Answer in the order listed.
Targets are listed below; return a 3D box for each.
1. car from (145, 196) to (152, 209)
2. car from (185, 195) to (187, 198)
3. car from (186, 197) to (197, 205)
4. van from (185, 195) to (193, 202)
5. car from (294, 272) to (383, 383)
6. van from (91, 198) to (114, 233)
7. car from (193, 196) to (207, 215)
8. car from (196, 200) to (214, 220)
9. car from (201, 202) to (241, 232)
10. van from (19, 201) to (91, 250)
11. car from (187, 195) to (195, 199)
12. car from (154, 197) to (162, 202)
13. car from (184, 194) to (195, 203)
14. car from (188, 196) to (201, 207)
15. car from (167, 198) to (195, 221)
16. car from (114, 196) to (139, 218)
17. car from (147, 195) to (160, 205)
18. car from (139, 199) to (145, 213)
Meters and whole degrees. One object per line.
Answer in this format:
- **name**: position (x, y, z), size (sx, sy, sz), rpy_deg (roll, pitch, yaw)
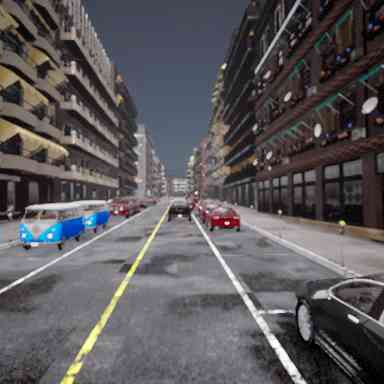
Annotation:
- **car**: position (-7.250, 1.703, 47.453), size (1.947, 1.339, 4.313), rpy_deg (1, 0, -2)
- **car**: position (-1.640, 1.550, 42.353), size (1.882, 1.535, 5.008), rpy_deg (-1, 0, -2)
- **car**: position (-0.107, 1.710, 64.303), size (1.802, 1.307, 4.206), rpy_deg (1, 0, -2)
- **van**: position (-0.802, 1.548, 80.884), size (1.690, 1.788, 3.998), rpy_deg (1, 0, -2)
- **car**: position (2.488, 1.530, 3.517), size (2.008, 1.369, 4.403), rpy_deg (1, 0, -2)
- **van**: position (-6.083, 1.411, 19.825), size (1.690, 1.788, 3.998), rpy_deg (1, 0, -2)
- **car**: position (1.333, 1.463, 31.147), size (1.967, 1.590, 4.097), rpy_deg (1, 0, -2)
- **car**: position (1.557, 1.555, 25.620), size (1.887, 1.381, 4.507), rpy_deg (1, 0, -2)
- **car**: position (1.790, 1.545, 20.095), size (1.887, 1.381, 4.507), rpy_deg (1, 0, -2)
- **van**: position (-5.849, 1.401, 14.298), size (1.690, 1.788, 3.998), rpy_deg (1, 0, -2)
- **car**: position (0.828, 1.366, 42.198), size (2.192, 1.841, 5.009), rpy_deg (1, 0, -2)
- **car**: position (-8.879, 1.888, 86.133), size (1.802, 1.307, 4.206), rpy_deg (1, 0, -2)
- **car**: position (-0.569, 1.494, 75.357), size (2.192, 1.841, 5.009), rpy_deg (1, 0, -2)
- **car**: position (0.360, 1.526, 53.251), size (1.967, 1.590, 4.097), rpy_deg (1, 0, -2)
- **car**: position (-1.010, 1.543, 27.414), size (1.837, 1.490, 4.892), rpy_deg (-1, 0, -2)
- **car**: position (-6.548, 1.408, 30.876), size (2.192, 1.841, 5.009), rpy_deg (1, 0, -2)
- **car**: position (-7.944, 1.513, 64.029), size (2.192, 1.841, 5.009), rpy_deg (1, 0, -2)
- **car**: position (-6.780, 1.421, 36.401), size (2.192, 1.841, 5.009), rpy_deg (1, 0, -2)
